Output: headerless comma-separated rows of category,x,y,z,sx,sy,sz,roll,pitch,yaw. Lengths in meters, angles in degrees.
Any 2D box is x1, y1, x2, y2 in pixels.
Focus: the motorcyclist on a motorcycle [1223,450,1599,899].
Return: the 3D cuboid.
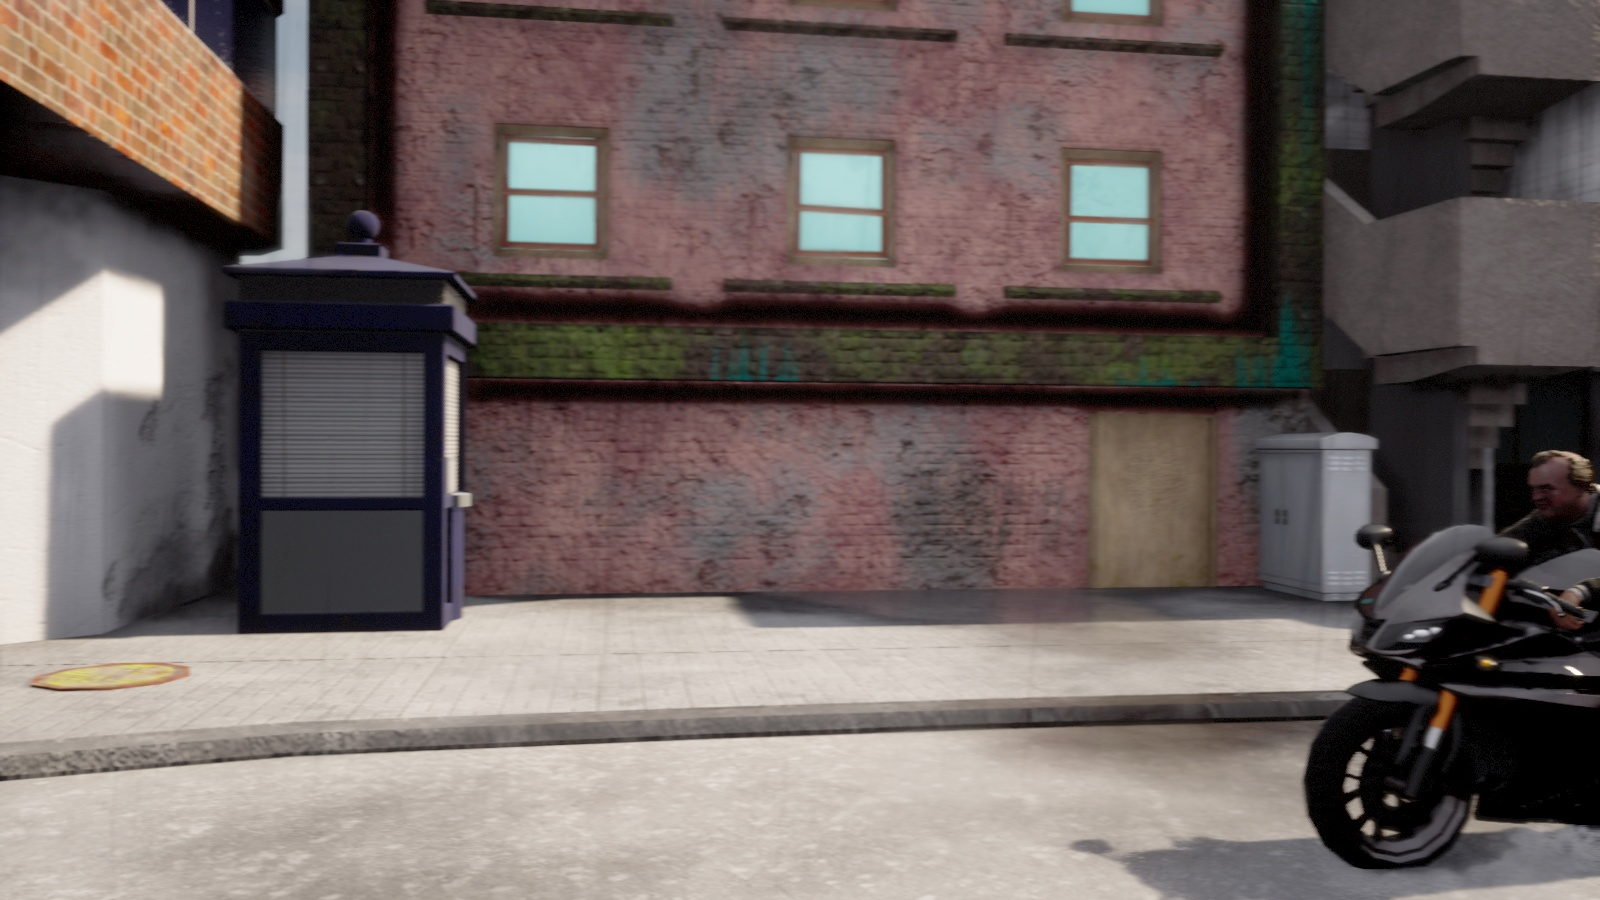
motorcyclist on a motorcycle,2.798,0.769,4.641,2.191,1.530,0.866,0,0,-10
